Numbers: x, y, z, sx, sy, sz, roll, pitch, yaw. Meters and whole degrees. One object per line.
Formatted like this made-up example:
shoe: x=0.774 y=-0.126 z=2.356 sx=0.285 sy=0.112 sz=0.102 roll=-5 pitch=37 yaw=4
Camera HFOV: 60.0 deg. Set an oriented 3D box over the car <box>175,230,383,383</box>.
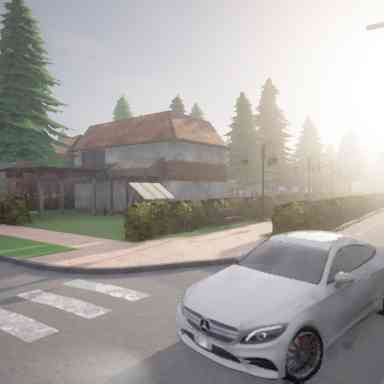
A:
car: x=1.869 y=1.450 z=5.534 sx=4.674 sy=1.442 sz=1.812 roll=-3 pitch=3 yaw=-42
